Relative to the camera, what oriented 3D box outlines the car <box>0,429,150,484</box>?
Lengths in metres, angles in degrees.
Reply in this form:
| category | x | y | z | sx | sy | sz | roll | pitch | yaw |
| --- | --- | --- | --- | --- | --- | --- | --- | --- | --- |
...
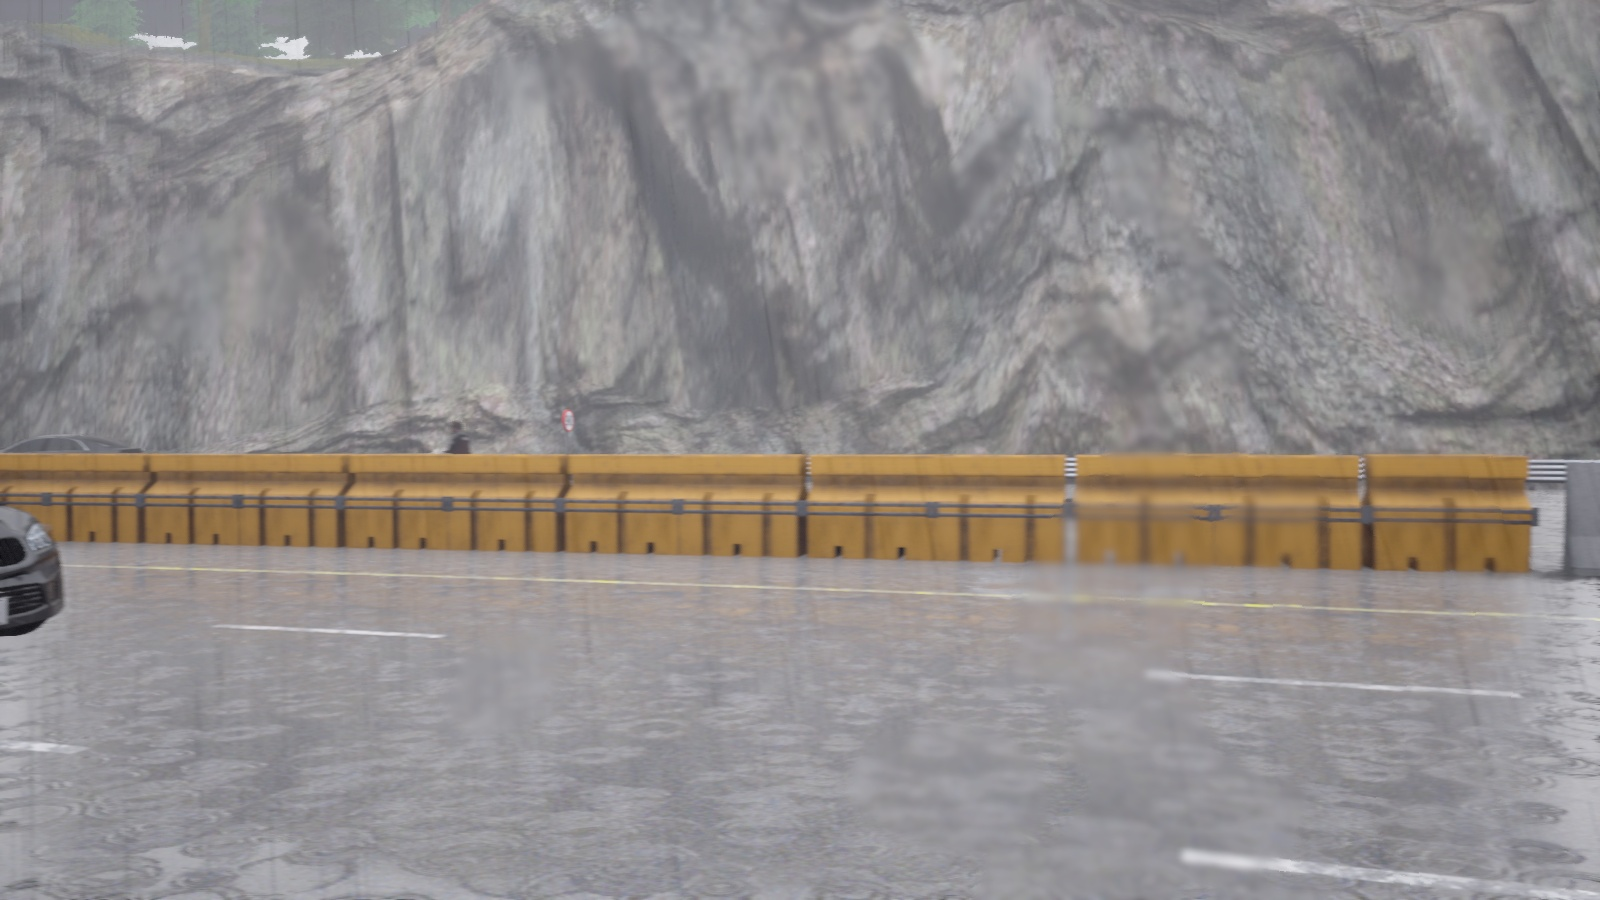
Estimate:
| category | x | y | z | sx | sy | sz | roll | pitch | yaw |
| --- | --- | --- | --- | --- | --- | --- | --- | --- | --- |
| car | -21.377 | 0.173 | 35.700 | 4.892 | 1.490 | 1.837 | 0 | 1 | 2 |

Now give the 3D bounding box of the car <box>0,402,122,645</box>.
| category | x | y | z | sx | sy | sz | roll | pitch | yaw |
| --- | --- | --- | --- | --- | --- | --- | --- | --- | --- |
| car | -7.747 | 0.494 | 9.169 | 4.611 | 1.667 | 2.242 | 0 | 1 | 14 |
